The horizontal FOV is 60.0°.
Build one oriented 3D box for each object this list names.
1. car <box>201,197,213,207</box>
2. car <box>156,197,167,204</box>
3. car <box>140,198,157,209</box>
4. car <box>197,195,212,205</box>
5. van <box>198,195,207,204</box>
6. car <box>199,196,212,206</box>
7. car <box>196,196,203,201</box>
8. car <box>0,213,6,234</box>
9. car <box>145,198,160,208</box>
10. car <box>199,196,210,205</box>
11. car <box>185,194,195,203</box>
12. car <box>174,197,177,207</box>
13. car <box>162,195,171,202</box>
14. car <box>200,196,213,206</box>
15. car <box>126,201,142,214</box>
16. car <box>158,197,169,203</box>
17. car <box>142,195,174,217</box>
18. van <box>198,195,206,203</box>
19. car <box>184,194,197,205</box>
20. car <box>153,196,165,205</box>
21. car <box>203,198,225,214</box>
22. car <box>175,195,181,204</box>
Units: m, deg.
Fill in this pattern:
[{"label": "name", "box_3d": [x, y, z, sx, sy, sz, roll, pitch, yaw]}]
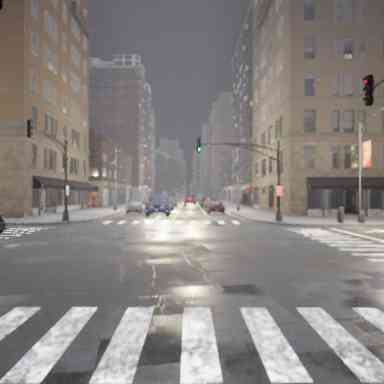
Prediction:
[{"label": "car", "box_3d": [2.498, 1.643, 41.328, 1.947, 1.339, 4.313, 0, 0, -1]}, {"label": "car", "box_3d": [-6.281, 1.760, 68.793, 1.802, 1.307, 4.206, 0, 0, -1]}, {"label": "car", "box_3d": [-6.078, 1.638, 46.762, 1.887, 1.381, 4.507, 0, 0, -1]}, {"label": "car", "box_3d": [2.397, 1.427, 52.343, 2.192, 1.841, 5.009, 0, 0, -1]}, {"label": "van", "box_3d": [2.245, 1.520, 68.864, 1.690, 1.788, 3.998, 0, 0, -1]}, {"label": "car", "box_3d": [2.346, 1.572, 57.850, 1.967, 1.590, 4.097, 0, 0, -1]}, {"label": "car", "box_3d": [2.041, 1.842, 90.893, 2.008, 1.369, 4.403, 0, 0, -1]}, {"label": "car", "box_3d": [-11.875, 1.334, 16.620, 4.553, 1.767, 2.097, 0, 0, 8]}, {"label": "car", "box_3d": [-6.129, 1.693, 52.270, 1.802, 1.307, 4.206, 0, 0, -1]}, {"label": "car", "box_3d": [2.295, 1.595, 63.356, 1.967, 1.590, 4.097, 0, 0, -1]}, {"label": "car", "box_3d": [-0.468, 1.425, 73.274, 2.150, 2.045, 5.566, 0, 0, -1]}, {"label": "car", "box_3d": [-3.279, 1.645, 42.553, 1.994, 1.385, 4.181, 0, 0, -2]}, {"label": "car", "box_3d": [-6.433, 1.701, 85.319, 1.967, 1.590, 4.097, 0, 0, -1]}, {"label": "car", "box_3d": [2.446, 1.620, 47.005, 1.752, 1.417, 4.829, 0, 0, -1]}, {"label": "car", "box_3d": [-5.976, 1.613, 35.747, 2.008, 1.369, 4.403, 0, 0, -1]}, {"label": "car", "box_3d": [-6.332, 1.770, 74.301, 1.947, 1.339, 4.313, 0, 0, -1]}, {"label": "car", "box_3d": [-3.192, 1.276, 32.498, 2.150, 2.045, 5.566, 0, 0, 0]}, {"label": "van", "box_3d": [2.194, 1.546, 74.371, 1.690, 1.788, 3.998, 0, 0, -1]}, {"label": "car", "box_3d": [-0.369, 1.373, 62.556, 2.150, 2.045, 5.566, 0, 0, -1]}, {"label": "car", "box_3d": [-6.230, 1.594, 63.286, 1.967, 1.590, 4.097, 0, 0, -1]}, {"label": "car", "box_3d": [2.549, 1.607, 35.822, 1.887, 1.381, 4.507, 0, 0, -1]}, {"label": "car", "box_3d": [-3.279, 1.605, 52.737, 2.128, 1.511, 4.902, 0, 0, -1]}]
